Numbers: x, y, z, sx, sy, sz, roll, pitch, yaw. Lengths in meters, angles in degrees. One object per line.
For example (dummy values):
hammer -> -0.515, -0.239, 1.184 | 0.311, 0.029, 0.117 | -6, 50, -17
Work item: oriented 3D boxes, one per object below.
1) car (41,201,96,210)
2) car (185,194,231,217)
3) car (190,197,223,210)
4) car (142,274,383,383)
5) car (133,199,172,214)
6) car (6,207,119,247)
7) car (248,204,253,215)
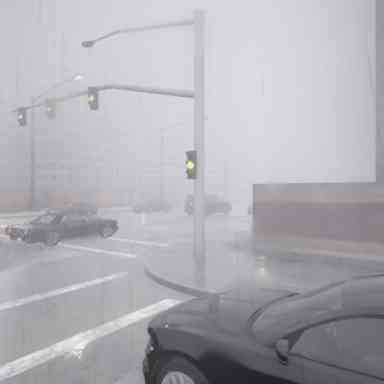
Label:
car -> -10.075, 1.499, 27.417 | 2.128, 1.511, 4.902 | 0, 0, 34
car -> 1.578, 1.227, 31.183 | 2.150, 2.045, 5.566 | 0, 0, 36
car -> 2.025, 1.485, 44.009 | 1.882, 1.535, 5.008 | 0, 0, 36
car -> 1.759, 1.478, 2.751 | 5.008, 1.535, 1.882 | 0, 0, 37
car -> -4.146, 1.512, 35.555 | 1.837, 1.490, 4.892 | 0, 0, 36
car -> -5.637, 1.605, 15.167 | 1.895, 1.301, 4.718 | 0, 0, 35
car -> 7.188, 1.568, 32.941 | 1.994, 1.385, 4.181 | 0, 0, 36
